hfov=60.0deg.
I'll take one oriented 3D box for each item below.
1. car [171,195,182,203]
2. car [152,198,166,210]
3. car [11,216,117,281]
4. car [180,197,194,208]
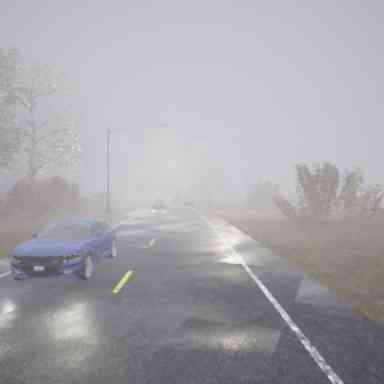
[{"bbox_3d":[-3.410,1.650,79.280,2.150,2.045,5.566,0,0,-5],"label":"car"},{"bbox_3d":[-5.030,1.772,51.280,2.097,1.767,4.553,0,0,-3],"label":"car"},{"bbox_3d":[-3.676,1.576,10.428,1.882,1.535,5.008,0,-1,-1],"label":"car"},{"bbox_3d":[-0.707,1.976,59.305,1.837,1.490,4.892,0,0,-4],"label":"car"}]
